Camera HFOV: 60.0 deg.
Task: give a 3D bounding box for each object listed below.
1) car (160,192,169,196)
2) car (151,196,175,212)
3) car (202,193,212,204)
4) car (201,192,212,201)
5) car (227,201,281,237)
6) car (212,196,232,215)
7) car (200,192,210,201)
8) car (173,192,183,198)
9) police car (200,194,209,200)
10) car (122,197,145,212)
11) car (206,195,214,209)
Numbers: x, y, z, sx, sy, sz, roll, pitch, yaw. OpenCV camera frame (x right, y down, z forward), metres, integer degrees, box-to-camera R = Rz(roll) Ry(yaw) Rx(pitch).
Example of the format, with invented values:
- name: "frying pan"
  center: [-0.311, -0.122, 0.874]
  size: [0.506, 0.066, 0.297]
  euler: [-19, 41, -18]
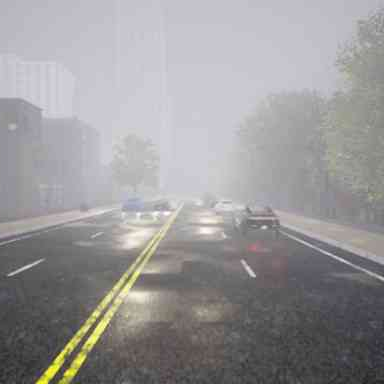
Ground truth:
- name: "car"
  center: [-6.503, 0.880, 78.679]
  size: [1.837, 1.490, 4.892]
  euler: [0, 0, 0]
- name: "car"
  center: [-3.328, 1.455, 36.945]
  size: [1.994, 1.385, 4.181]
  euler: [0, 0, 0]
- name: "car"
  center: [3.248, 1.341, 54.475]
  size: [2.163, 1.488, 4.792]
  euler: [0, 0, 0]
- name: "car"
  center: [3.246, 0.992, 76.475]
  size: [2.150, 2.045, 5.566]
  euler: [0, 0, 0]
- name: "car"
  center: [3.347, 1.437, 17.767]
  size: [2.128, 1.511, 4.902]
  euler: [0, 0, 0]
- name: "car"
  center: [3.249, 1.430, 32.445]
  size: [1.812, 1.442, 4.674]
  euler: [0, 0, 0]
- name: "car"
  center: [3.247, 1.235, 65.446]
  size: [2.033, 1.649, 4.856]
  euler: [0, 0, 0]
- name: "car"
  center: [-3.253, 0.880, 78.679]
  size: [1.837, 1.490, 4.892]
  euler: [0, 0, 0]
- name: "police car"
  center: [3.246, 1.244, 87.447]
  size: [2.038, 1.542, 4.974]
  euler: [0, 0, 0]
- name: "car"
  center: [-6.585, 1.365, 37.815]
  size: [1.882, 1.535, 5.008]
  euler: [0, 0, 0]
- name: "car"
  center: [3.248, 1.434, 43.445]
  size: [1.994, 1.385, 4.181]
  euler: [0, 0, 0]
